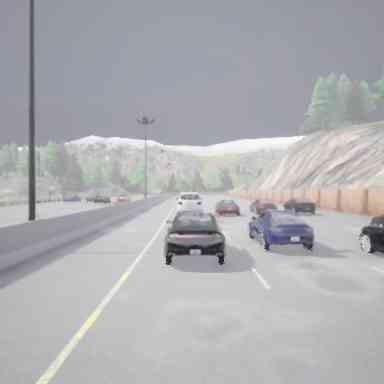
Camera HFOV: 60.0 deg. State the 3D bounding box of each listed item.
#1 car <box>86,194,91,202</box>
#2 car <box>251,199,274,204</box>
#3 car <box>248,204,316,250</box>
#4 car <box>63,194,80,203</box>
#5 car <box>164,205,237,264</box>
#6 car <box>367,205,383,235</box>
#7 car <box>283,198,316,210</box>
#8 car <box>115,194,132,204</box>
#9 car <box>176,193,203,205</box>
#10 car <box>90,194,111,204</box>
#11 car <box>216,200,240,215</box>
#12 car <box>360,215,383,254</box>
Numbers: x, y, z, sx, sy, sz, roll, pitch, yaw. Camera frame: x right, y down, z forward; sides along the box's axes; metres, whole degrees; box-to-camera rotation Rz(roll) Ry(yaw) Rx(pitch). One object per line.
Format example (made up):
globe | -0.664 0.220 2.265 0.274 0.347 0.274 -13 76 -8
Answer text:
car | -18.633 1.146 63.054 1.882 1.535 5.008 0 1 -1
car | 6.711 1.364 31.520 1.812 1.442 4.674 0 0 -1
car | 3.560 1.454 13.834 1.812 1.442 4.674 0 0 -1
car | -22.099 1.153 61.136 1.882 1.535 5.008 0 0 -1
car | 0.081 1.431 11.600 2.128 1.511 4.902 0 0 0
car | 10.522 1.445 15.881 1.812 1.442 4.674 0 0 -1
car | 10.214 1.314 32.039 1.882 1.535 5.008 0 0 -1
car | -11.504 1.063 55.991 2.097 1.767 4.553 0 0 -1
car | -0.232 1.069 29.646 2.150 2.045 5.566 0 0 -1
car | -14.992 1.312 55.765 1.895 1.301 4.718 0 0 -1
car | 3.232 1.404 31.104 1.994 1.385 4.181 0 0 -1
car | 7.088 1.425 10.176 1.882 1.535 5.008 0 0 0
